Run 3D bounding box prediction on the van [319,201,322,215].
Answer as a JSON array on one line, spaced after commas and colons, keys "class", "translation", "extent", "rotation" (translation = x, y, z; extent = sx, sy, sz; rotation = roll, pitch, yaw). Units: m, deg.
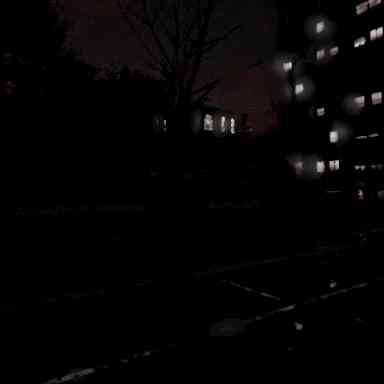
[{"class": "van", "translation": [10.713, 1.656, 32.752], "extent": [1.690, 1.788, 3.998], "rotation": [-1, 0, -36]}]
